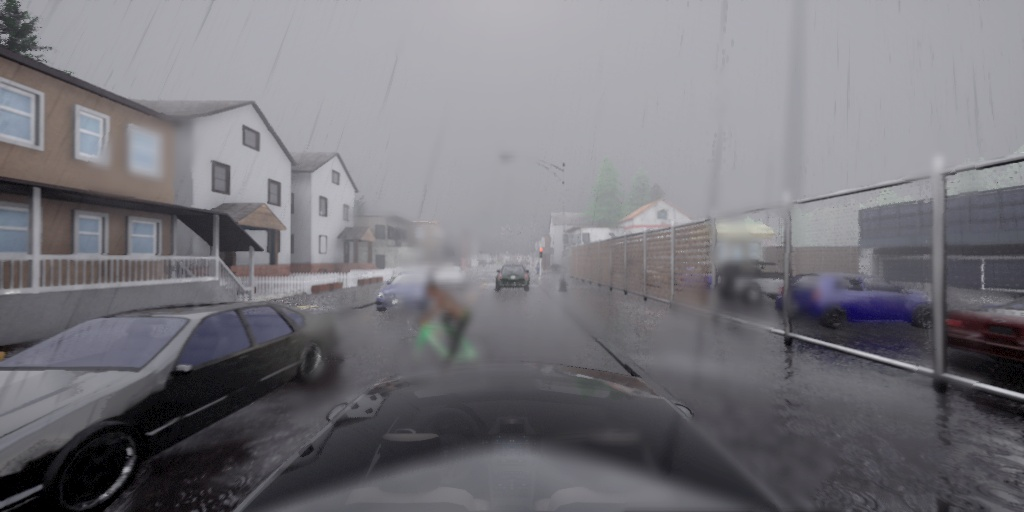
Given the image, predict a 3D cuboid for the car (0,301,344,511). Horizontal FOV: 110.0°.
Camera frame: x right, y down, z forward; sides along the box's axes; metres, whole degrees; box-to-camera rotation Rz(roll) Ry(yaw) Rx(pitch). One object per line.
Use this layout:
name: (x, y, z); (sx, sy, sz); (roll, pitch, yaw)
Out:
car: (-4.101, 1.323, 4.456); (2.033, 1.411, 5.357); (0, -1, 0)

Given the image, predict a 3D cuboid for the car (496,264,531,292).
car: (0.054, 1.297, 23.202); (2.097, 1.767, 4.553); (0, -1, 0)

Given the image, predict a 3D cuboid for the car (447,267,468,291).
car: (-4.041, 1.479, 24.094); (1.812, 1.442, 4.674); (0, -1, 0)

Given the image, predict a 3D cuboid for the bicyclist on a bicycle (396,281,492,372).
bicyclist on a bicycle: (-1.172, 1.240, 6.103); (1.656, 1.620, 0.582); (-2, -1, 0)

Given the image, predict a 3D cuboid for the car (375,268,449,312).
car: (-4.112, 1.397, 15.081); (1.812, 1.442, 4.674); (0, 0, 0)
